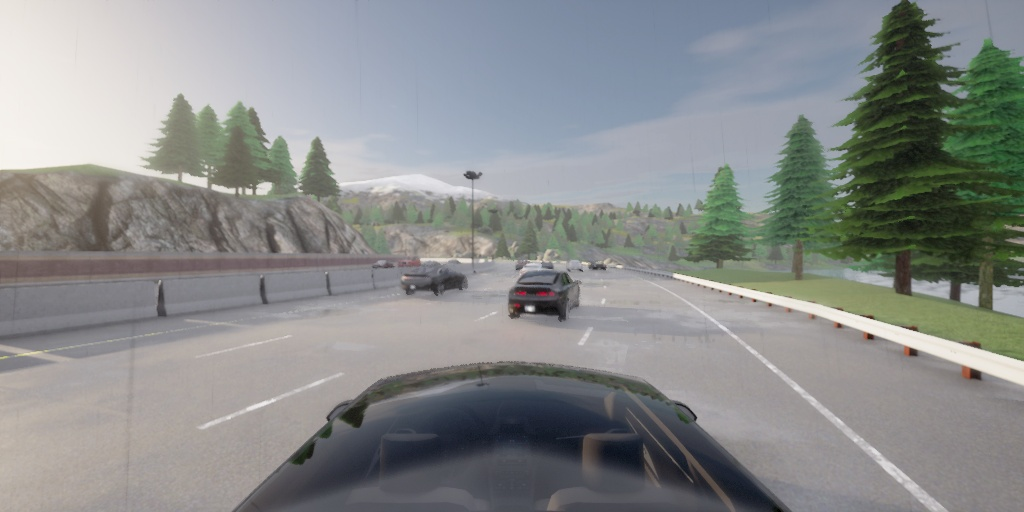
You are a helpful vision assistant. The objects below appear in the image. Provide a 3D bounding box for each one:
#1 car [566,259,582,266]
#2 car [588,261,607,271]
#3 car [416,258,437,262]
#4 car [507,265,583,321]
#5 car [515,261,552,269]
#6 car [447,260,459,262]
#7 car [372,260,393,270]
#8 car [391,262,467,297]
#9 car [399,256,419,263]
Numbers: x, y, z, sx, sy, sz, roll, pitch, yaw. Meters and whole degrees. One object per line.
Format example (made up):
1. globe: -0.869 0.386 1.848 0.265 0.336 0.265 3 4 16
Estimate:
1. car: 8.299 1.327 47.958 1.812 1.442 4.674 0 0 5
2. car: 12.042 1.403 50.932 1.895 1.301 4.718 0 0 4
3. car: -12.347 1.368 54.690 2.033 1.411 5.357 0 0 3
4. car: 1.281 1.268 12.758 1.837 1.490 4.892 0 0 18
5. car: 1.716 1.306 27.644 1.812 1.442 4.674 0 0 12
6. car: -8.895 1.325 53.997 1.837 1.490 4.892 0 -1 4
7. car: -19.413 1.349 54.099 1.812 1.442 4.674 0 0 4
8. car: -4.023 1.264 19.301 2.128 1.511 4.902 0 0 16
9. car: -15.790 1.032 55.559 2.150 2.045 5.566 0 0 3
